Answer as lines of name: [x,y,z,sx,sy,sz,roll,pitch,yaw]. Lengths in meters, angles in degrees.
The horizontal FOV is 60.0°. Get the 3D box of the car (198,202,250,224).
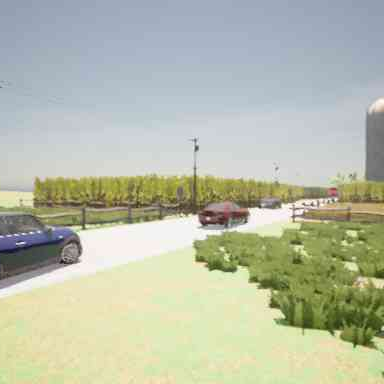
car: [2.207,1.421,21.798,1.882,1.535,5.008,0,1,30]

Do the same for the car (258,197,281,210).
car: [9.663,1.408,41.305,2.128,1.511,4.902,0,0,30]

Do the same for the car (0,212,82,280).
car: [-4.957,1.304,8.868,2.097,1.767,4.553,0,0,16]
